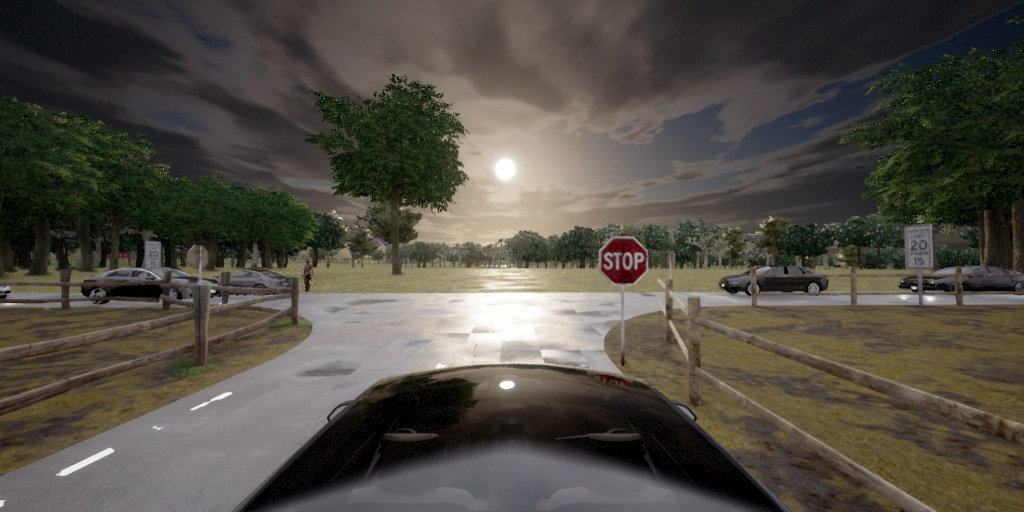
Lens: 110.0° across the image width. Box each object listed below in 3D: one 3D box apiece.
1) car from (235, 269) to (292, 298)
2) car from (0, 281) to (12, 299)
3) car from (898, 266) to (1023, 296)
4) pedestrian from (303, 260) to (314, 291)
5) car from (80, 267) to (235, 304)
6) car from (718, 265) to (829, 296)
[{"bbox_3d":[-13.334,1.367,18.053,4.181,1.385,1.994,0,-1,3],"label":"car"},{"bbox_3d":[-24.577,1.258,15.296,4.674,1.442,1.812,0,-1,0],"label":"car"},{"bbox_3d":[22.966,1.216,18.015,5.357,1.411,2.033,0,-1,2],"label":"car"},{"bbox_3d":[-12.109,1.142,21.272,0.375,1.860,0.375,0,-1,0],"label":"pedestrian"},{"bbox_3d":[-15.226,1.227,15.294,4.902,1.511,2.128,0,-1,0],"label":"car"},{"bbox_3d":[13.136,1.223,18.180,4.892,1.490,1.837,0,-1,1],"label":"car"}]
